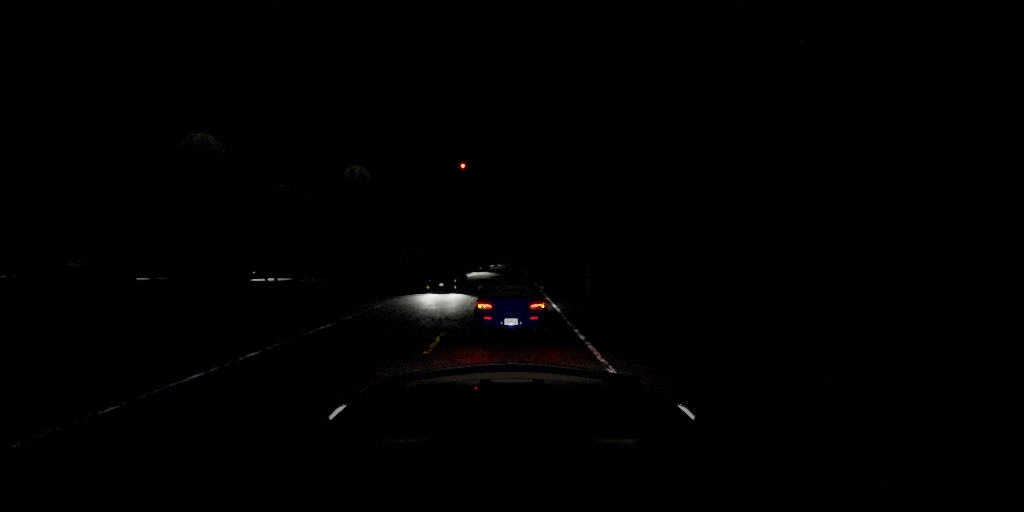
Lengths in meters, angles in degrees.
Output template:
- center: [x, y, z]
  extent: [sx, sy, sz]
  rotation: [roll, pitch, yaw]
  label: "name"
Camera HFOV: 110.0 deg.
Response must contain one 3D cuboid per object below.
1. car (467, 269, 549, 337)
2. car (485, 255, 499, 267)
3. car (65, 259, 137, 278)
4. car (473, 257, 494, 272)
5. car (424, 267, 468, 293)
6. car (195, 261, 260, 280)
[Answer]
- center: [-0.030, 1.274, 10.165]
  extent: [1.812, 1.442, 4.674]
  rotation: [0, 0, 0]
  label: "car"
- center: [-3.821, 0.913, 63.234]
  extent: [2.150, 2.045, 5.566]
  rotation: [0, 0, 0]
  label: "car"
- center: [-32.595, 0.984, 28.332]
  extent: [4.674, 1.442, 1.812]
  rotation: [1, 0, -1]
  label: "car"
- center: [-3.776, 1.210, 45.359]
  extent: [2.128, 1.511, 4.902]
  rotation: [0, 0, 0]
  label: "car"
- center: [-3.673, 1.308, 20.648]
  extent: [1.994, 1.385, 4.181]
  rotation: [0, 0, 0]
  label: "car"
- center: [-22.458, 1.118, 28.429]
  extent: [4.181, 1.385, 1.994]
  rotation: [1, 0, 0]
  label: "car"
